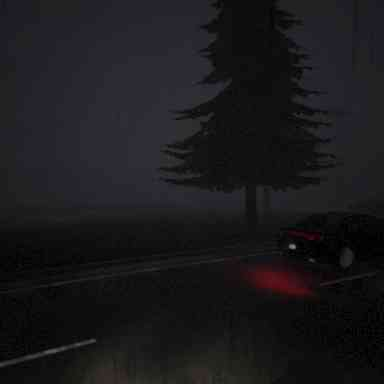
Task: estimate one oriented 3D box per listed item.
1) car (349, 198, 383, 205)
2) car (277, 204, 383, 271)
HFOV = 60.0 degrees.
[{"bbox_3d":[15.214,1.198,27.289,2.033,1.411,5.357,0,0,-18],"label":"car"},{"bbox_3d":[4.966,1.351,10.496,5.008,1.535,1.882,-1,0,-29],"label":"car"}]
